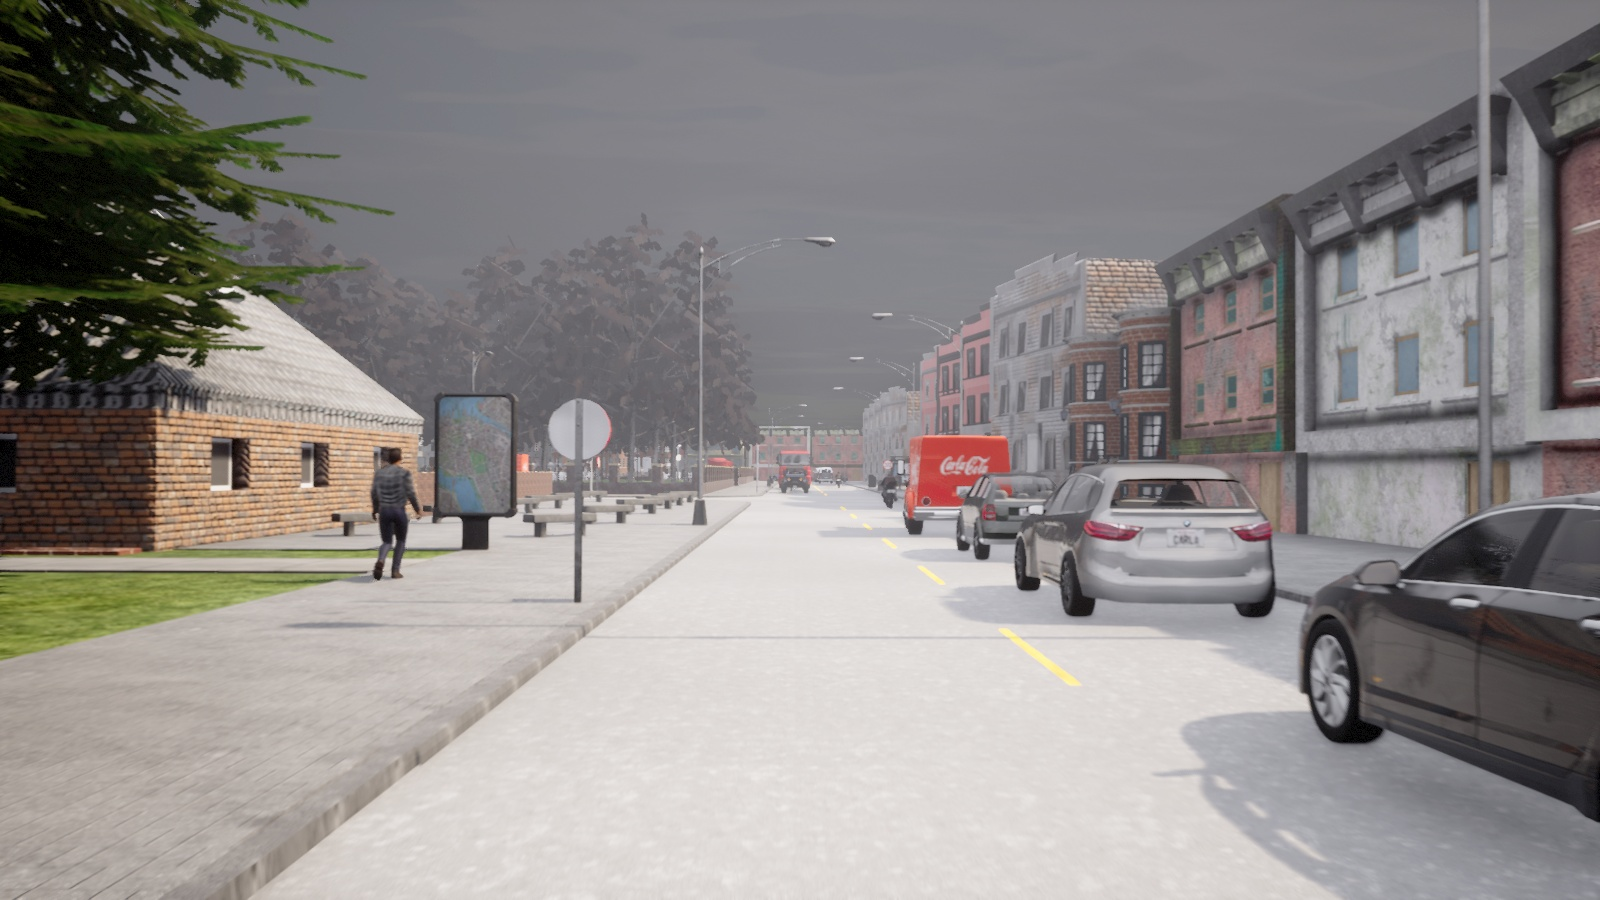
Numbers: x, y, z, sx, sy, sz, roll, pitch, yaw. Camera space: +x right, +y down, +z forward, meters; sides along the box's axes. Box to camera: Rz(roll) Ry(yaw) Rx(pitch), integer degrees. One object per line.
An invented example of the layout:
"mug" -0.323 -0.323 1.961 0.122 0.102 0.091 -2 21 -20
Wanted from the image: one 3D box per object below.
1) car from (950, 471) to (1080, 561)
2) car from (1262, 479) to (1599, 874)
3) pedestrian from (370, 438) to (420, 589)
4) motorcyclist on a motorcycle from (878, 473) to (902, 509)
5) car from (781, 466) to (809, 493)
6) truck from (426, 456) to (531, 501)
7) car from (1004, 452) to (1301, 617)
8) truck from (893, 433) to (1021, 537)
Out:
"car" 3.942 1.171 23.535 1.789 1.549 3.705 0 -1 0
"car" 3.991 0.902 5.871 1.837 1.490 4.892 0 -1 0
"pedestrian" -5.363 0.825 16.652 0.423 1.949 0.788 0 -1 -2
"motorcyclist on a motorcycle" 3.837 1.737 53.903 0.866 1.530 2.191 0 -1 0
"car" -0.327 2.111 89.566 1.905 1.878 3.866 0 -1 0
"truck" -17.897 1.574 70.172 5.204 2.467 2.627 0 -1 -1
"car" 3.963 0.896 15.089 2.242 1.667 4.611 0 -1 0
"truck" 3.917 0.860 32.404 2.627 2.467 5.204 0 -1 0
